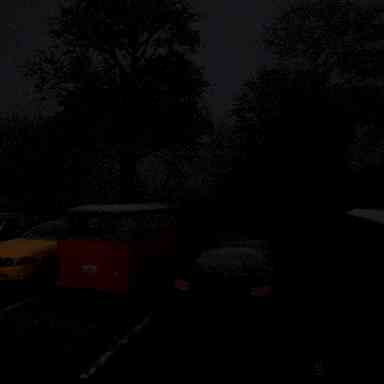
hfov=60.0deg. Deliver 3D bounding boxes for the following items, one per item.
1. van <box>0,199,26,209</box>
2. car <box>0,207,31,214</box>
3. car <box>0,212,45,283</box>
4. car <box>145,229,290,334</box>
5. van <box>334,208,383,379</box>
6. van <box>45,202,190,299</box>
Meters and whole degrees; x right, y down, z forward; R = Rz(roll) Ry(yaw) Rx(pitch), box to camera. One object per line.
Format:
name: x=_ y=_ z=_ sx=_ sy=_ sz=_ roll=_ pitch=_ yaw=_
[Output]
van: x=-8.602 y=1.269 z=13.694 sx=1.878 sy=1.987 sz=4.442 roll=0 pitch=-1 yaw=16
car: x=-6.235 y=1.490 z=11.864 sx=2.231 sy=1.521 sz=4.892 roll=0 pitch=-1 yaw=16
car: x=-3.881 y=1.481 z=9.981 sx=1.946 sy=1.575 sz=5.366 roll=0 pitch=-1 yaw=16
car: x=0.956 y=1.524 z=6.741 sx=2.002 sy=1.452 sz=4.674 roll=0 pitch=-1 yaw=15
van: x=3.335 y=1.259 z=4.921 sx=1.878 sy=1.987 sz=4.442 roll=1 pitch=-1 yaw=15
van: x=-1.406 y=1.261 z=8.567 sx=1.878 sy=1.987 sz=4.442 roll=0 pitch=-1 yaw=15
